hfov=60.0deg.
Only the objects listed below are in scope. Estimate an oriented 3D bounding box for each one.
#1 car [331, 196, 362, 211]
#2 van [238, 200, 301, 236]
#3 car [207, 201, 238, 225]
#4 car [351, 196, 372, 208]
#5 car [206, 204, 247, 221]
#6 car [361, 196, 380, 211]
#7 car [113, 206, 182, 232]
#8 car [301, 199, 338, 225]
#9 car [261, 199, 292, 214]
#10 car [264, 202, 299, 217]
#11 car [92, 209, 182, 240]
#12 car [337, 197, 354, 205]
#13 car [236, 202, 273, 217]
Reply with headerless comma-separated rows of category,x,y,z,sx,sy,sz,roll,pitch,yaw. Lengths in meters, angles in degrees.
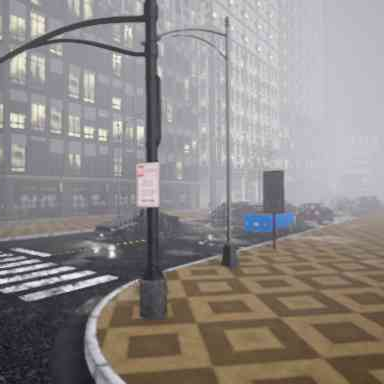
car,20.173,1.653,43.528,2.128,1.511,4.902,-1,-1,38
van,4.485,1.461,18.924,1.690,1.788,3.998,-1,-1,38
car,3.140,1.536,26.227,2.097,1.767,4.553,-1,-1,38
car,26.263,1.523,51.438,2.097,1.767,4.553,-1,-1,37
car,3.207,1.795,30.358,1.802,1.307,4.206,-1,-1,38
car,23.023,1.450,43.188,2.192,1.841,5.009,-1,-1,38
car,-2.902,1.738,22.636,1.752,1.417,4.829,-1,-1,38
car,9.449,1.563,25.552,1.967,1.590,4.097,-1,-1,38
car,9.993,1.658,39.177,1.967,1.590,4.097,-1,-1,38
car,9.195,1.751,34.074,1.994,1.385,4.181,-1,-1,38
car,-2.836,1.729,18.467,2.033,1.411,5.357,-1,-1,38
car,30.358,1.797,65.628,2.008,1.369,4.403,-1,-1,38
car,6.600,1.760,34.768,1.887,1.381,4.507,-1,-1,38
